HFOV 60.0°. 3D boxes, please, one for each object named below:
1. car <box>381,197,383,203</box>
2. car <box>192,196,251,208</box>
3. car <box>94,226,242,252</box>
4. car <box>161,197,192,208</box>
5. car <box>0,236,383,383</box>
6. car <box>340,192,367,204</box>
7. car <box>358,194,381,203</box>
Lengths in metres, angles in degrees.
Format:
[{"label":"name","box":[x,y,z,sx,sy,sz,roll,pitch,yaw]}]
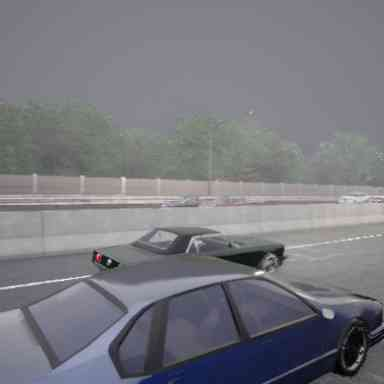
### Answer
[{"label":"car","box":[28.918,1.214,45.893,5.566,2.045,2.150,1,1,-35]},{"label":"car","box":[2.674,1.091,27.093,4.553,1.767,2.097,0,1,-35]},{"label":"car","box":[0.177,1.507,8.113,4.718,1.301,1.895,0,1,-35]},{"label":"car","box":[-0.440,1.159,29.187,4.902,1.511,2.128,1,1,-35]},{"label":"car","box":[0.097,1.500,3.762,5.357,1.411,2.033,0,1,-35]},{"label":"car","box":[25.421,1.095,51.976,5.566,2.045,2.150,1,1,-35]},{"label":"car","box":[26.914,1.436,48.767,4.892,1.490,1.837,1,1,-35]}]
